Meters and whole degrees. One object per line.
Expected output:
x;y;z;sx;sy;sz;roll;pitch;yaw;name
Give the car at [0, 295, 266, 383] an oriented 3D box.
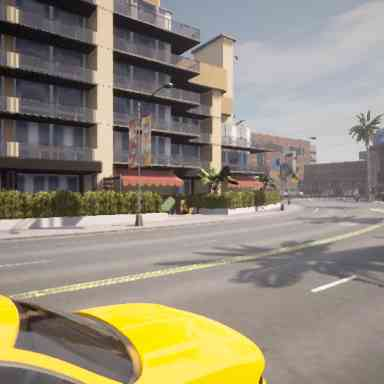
-1.632;1.470;2.115;5.008;1.535;1.882;0;0;-35;car
